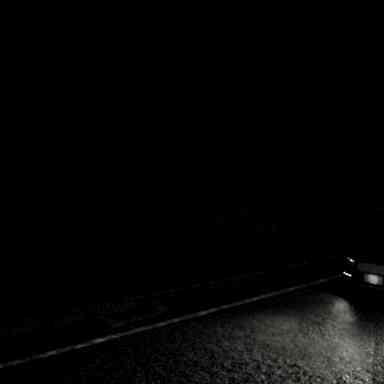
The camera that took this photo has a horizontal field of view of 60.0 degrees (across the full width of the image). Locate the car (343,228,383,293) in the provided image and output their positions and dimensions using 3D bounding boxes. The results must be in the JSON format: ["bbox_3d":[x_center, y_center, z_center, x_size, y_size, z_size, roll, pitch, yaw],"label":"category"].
[{"bbox_3d":[5.565,1.459,8.081,4.902,1.511,2.128,0,0,-37],"label":"car"}]
